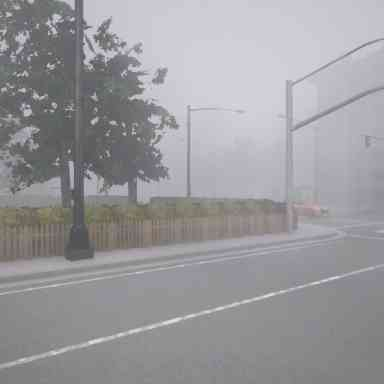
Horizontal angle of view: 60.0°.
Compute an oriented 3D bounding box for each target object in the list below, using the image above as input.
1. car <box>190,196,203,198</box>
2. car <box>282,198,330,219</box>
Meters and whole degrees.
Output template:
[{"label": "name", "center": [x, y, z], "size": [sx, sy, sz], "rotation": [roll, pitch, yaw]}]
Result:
[{"label": "car", "center": [0.216, 1.351, 49.891], "size": [2.097, 1.767, 4.553], "rotation": [0, 0, -35]}, {"label": "car", "center": [9.838, 1.351, 29.541], "size": [2.097, 1.767, 4.553], "rotation": [0, 0, -35]}]
